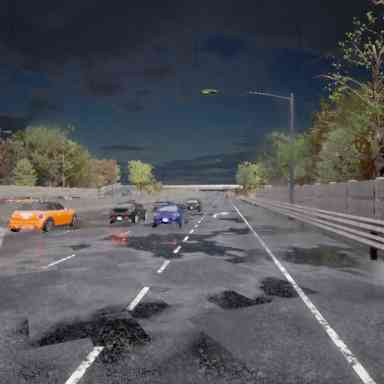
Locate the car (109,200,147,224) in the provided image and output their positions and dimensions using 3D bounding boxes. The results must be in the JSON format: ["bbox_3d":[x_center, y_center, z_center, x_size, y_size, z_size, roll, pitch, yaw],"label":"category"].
[{"bbox_3d":[-4.638,1.507,24.740,1.837,1.490,4.892,0,0,5],"label":"car"}]

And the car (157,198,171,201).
[{"bbox_3d":[-3.257,1.496,39.434,2.128,1.511,4.902,0,0,5],"label":"car"}]

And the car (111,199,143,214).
[{"bbox_3d":[-7.026,1.551,36.741,2.033,1.411,5.357,0,0,5],"label":"car"}]

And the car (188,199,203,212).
[{"bbox_3d":[0.188,1.530,38.579,1.812,1.442,4.674,0,0,6],"label":"car"}]

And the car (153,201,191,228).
[{"bbox_3d":[-1.362,1.527,22.213,1.812,1.442,4.674,0,0,6],"label":"car"}]

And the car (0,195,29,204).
[{"bbox_3d":[-23.945,1.360,45.845,2.097,1.767,4.553,0,0,5],"label":"car"}]

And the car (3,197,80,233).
[{"bbox_3d":[-8.616,1.352,19.812,2.097,1.767,4.553,0,0,5],"label":"car"}]
